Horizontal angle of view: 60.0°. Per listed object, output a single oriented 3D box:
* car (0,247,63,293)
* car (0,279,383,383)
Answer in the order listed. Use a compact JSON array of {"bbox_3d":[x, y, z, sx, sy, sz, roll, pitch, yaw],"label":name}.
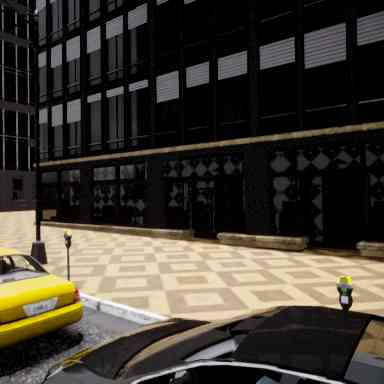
[{"bbox_3d":[-3.932,1.527,5.859,4.829,1.417,1.752,0,-1,35],"label":"car"},{"bbox_3d":[0.702,1.566,2.345,4.313,1.339,1.947,0,-1,35],"label":"car"}]
